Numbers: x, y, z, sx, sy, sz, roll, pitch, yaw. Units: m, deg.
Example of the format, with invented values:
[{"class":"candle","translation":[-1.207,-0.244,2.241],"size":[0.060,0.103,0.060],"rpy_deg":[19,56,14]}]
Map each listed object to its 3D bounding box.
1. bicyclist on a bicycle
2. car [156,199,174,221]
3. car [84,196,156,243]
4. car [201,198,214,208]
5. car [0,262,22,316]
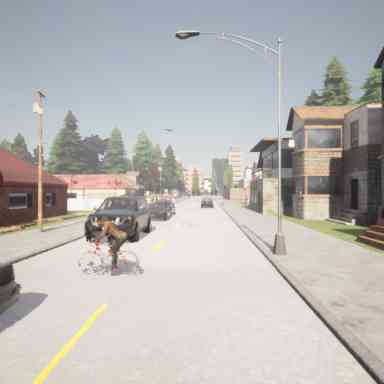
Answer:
[{"class":"bicyclist on a bicycle","translation":[-2.235,1.452,8.907],"size":[1.656,1.620,0.582],"rpy_deg":[-1,0,2]},{"class":"car","translation":[-2.849,1.564,27.008],"size":[1.994,1.385,4.181],"rpy_deg":[0,0,3]},{"class":"car","translation":[-3.428,1.223,16.502],"size":[2.150,2.045,5.566],"rpy_deg":[0,0,3]},{"class":"car","translation":[2.203,1.547,48.001],"size":[2.033,1.411,5.357],"rpy_deg":[0,0,3]},{"class":"car","translation":[-4.014,1.547,3.528],"size":[2.033,1.411,5.357],"rpy_deg":[0,0,3]}]
